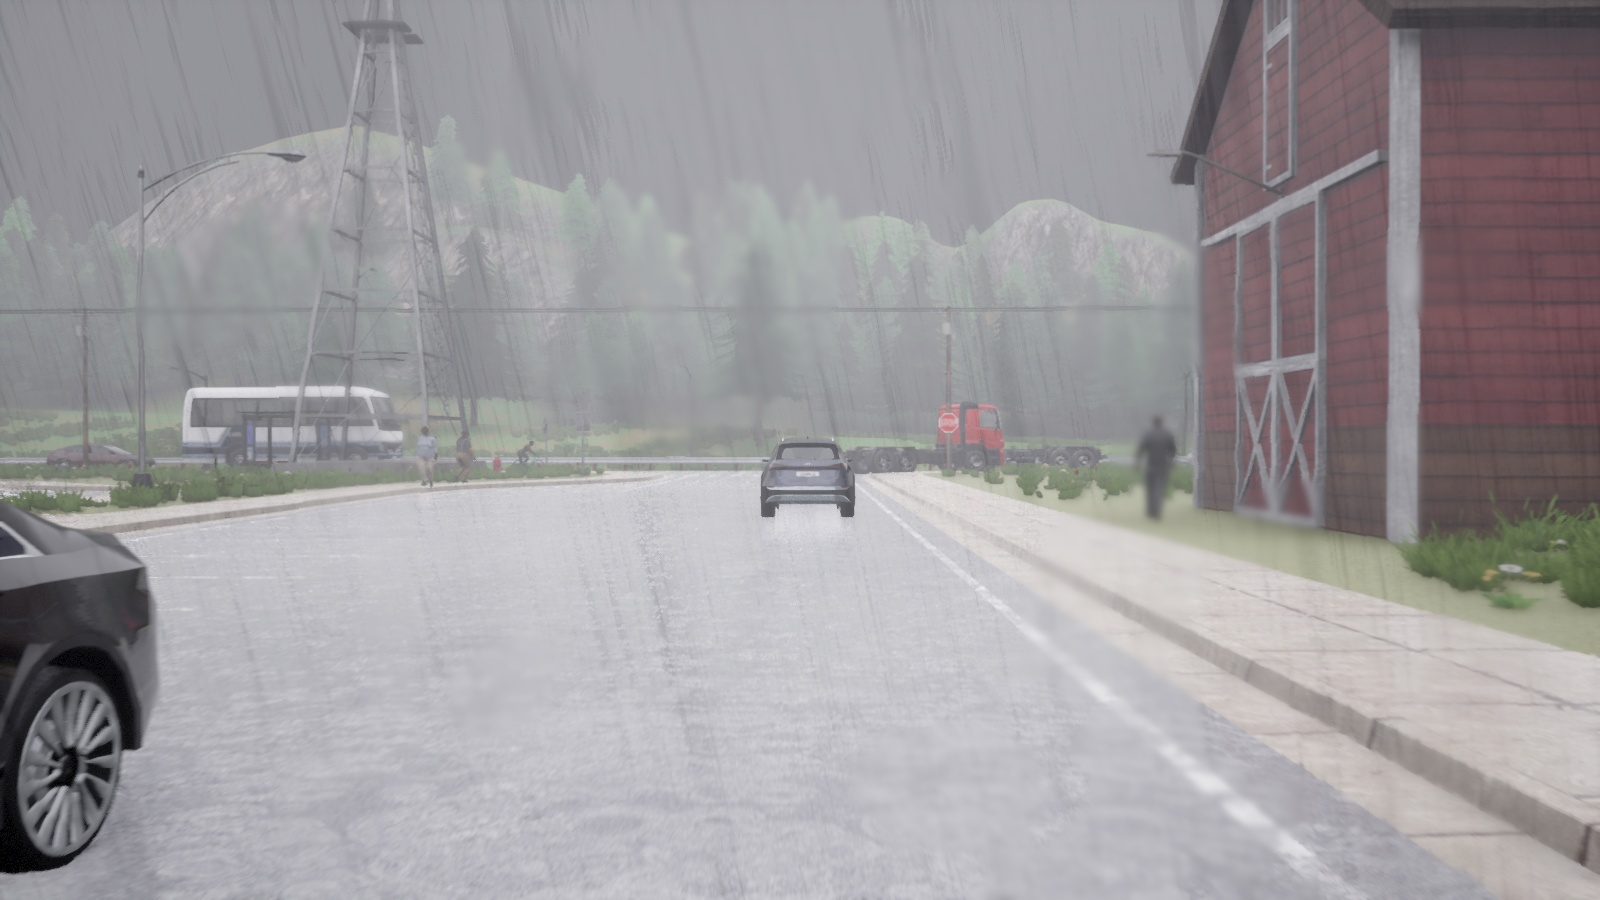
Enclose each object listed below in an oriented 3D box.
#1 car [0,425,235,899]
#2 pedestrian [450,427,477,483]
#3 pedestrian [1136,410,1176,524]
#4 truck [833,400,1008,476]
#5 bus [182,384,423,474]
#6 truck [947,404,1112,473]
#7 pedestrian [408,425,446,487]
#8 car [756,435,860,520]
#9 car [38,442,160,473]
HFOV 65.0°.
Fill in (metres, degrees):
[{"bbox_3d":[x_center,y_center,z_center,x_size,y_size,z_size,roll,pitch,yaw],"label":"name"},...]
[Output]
[{"bbox_3d":[-3.468,0.684,2.869,2.128,1.511,4.902,0,0,0],"label":"car"},{"bbox_3d":[-11.073,0.160,41.298,0.540,1.848,0.694,0,0,29],"label":"pedestrian"},{"bbox_3d":[6.006,0.281,21.225,0.563,1.883,0.849,0,0,10],"label":"pedestrian"},{"bbox_3d":[5.771,-0.570,60.050,7.936,3.462,2.891,0,0,-25],"label":"truck"},{"bbox_3d":[-24.214,-0.997,61.622,10.273,4.253,3.944,0,0,1],"label":"bus"},{"bbox_3d":[11.644,-0.588,64.293,7.936,3.462,2.891,0,0,1],"label":"truck"},{"bbox_3d":[-11.324,0.178,38.119,0.874,1.855,0.900,0,0,2],"label":"pedestrian"},{"bbox_3d":[0.167,0.525,26.932,2.033,1.649,4.856,0,0,0],"label":"car"},{"bbox_3d":[-34.415,0.370,61.801,4.792,1.488,2.163,0,0,-9],"label":"car"}]
